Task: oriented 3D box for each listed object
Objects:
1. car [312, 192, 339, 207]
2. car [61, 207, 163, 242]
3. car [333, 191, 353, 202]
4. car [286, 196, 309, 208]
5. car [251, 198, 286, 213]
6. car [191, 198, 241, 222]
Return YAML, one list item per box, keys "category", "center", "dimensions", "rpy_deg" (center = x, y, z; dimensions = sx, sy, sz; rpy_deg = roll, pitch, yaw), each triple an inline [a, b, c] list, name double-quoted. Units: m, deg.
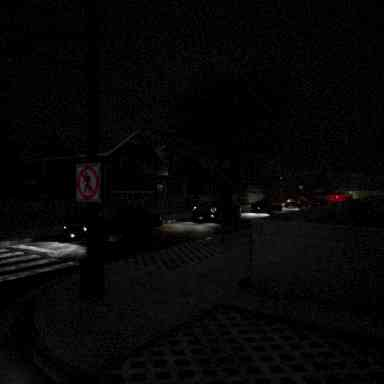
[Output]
- category: "car"
  center: [16.083, 1.145, 40.519]
  dimensions: [1.882, 1.535, 5.008]
  rpy_deg: [0, 1, 35]
- category: "car"
  center: [-3.654, 1.460, 16.469]
  dimensions: [2.033, 1.411, 5.357]
  rpy_deg: [0, 1, 34]
- category: "car"
  center: [21.934, 0.802, 48.679]
  dimensions: [2.150, 2.045, 5.566]
  rpy_deg: [0, 1, 38]
- category: "car"
  center: [13.022, 1.198, 41.116]
  dimensions: [1.812, 1.442, 4.674]
  rpy_deg: [0, 1, 34]
- category: "car"
  center: [7.395, 1.319, 32.869]
  dimensions: [1.994, 1.385, 4.181]
  rpy_deg: [0, 1, 35]
- category: "car"
  center: [1.857, 1.187, 24.671]
  dimensions: [2.097, 1.767, 4.553]
  rpy_deg: [0, 1, 34]
